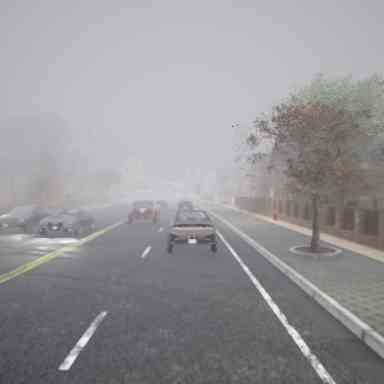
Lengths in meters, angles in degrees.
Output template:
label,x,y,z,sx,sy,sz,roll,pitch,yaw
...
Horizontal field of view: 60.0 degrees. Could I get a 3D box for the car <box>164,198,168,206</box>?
label,x,y,z,sx,sy,sz,roll,pitch,yaw
car,-4.455,1.509,47.800,1.812,1.442,4.674,0,0,-3

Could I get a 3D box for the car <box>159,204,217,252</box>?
label,x,y,z,sx,sy,sz,roll,pitch,yaw
car,-0.025,1.483,13.873,2.128,1.511,4.902,0,0,-1

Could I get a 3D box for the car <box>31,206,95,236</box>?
label,x,y,z,sx,sy,sz,roll,pitch,yaw
car,-6.796,1.565,18.407,1.994,1.385,4.181,0,0,-1

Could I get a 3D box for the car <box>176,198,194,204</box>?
label,x,y,z,sx,sy,sz,roll,pitch,yaw
car,-0.855,1.483,40.898,1.837,1.490,4.892,0,0,-3

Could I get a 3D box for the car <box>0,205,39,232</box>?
label,x,y,z,sx,sy,sz,roll,pitch,yaw
car,-10.078,1.532,20.247,1.812,1.442,4.674,0,0,-1

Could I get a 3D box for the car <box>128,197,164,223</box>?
label,x,y,z,sx,sy,sz,roll,pitch,yaw
car,-3.539,1.345,25.377,2.097,1.767,4.553,0,0,-2
